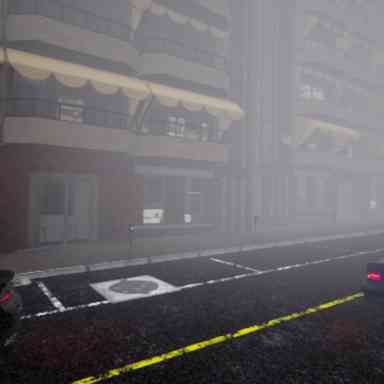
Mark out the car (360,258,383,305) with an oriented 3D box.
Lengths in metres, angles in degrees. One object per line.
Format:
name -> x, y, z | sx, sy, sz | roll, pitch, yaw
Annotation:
car -> 5.709, 1.590, 6.979 | 5.357, 1.411, 2.033 | 0, 0, -34

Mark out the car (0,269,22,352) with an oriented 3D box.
car -> -4.569, 1.537, 3.536 | 4.892, 1.490, 1.837 | 0, 0, -34
